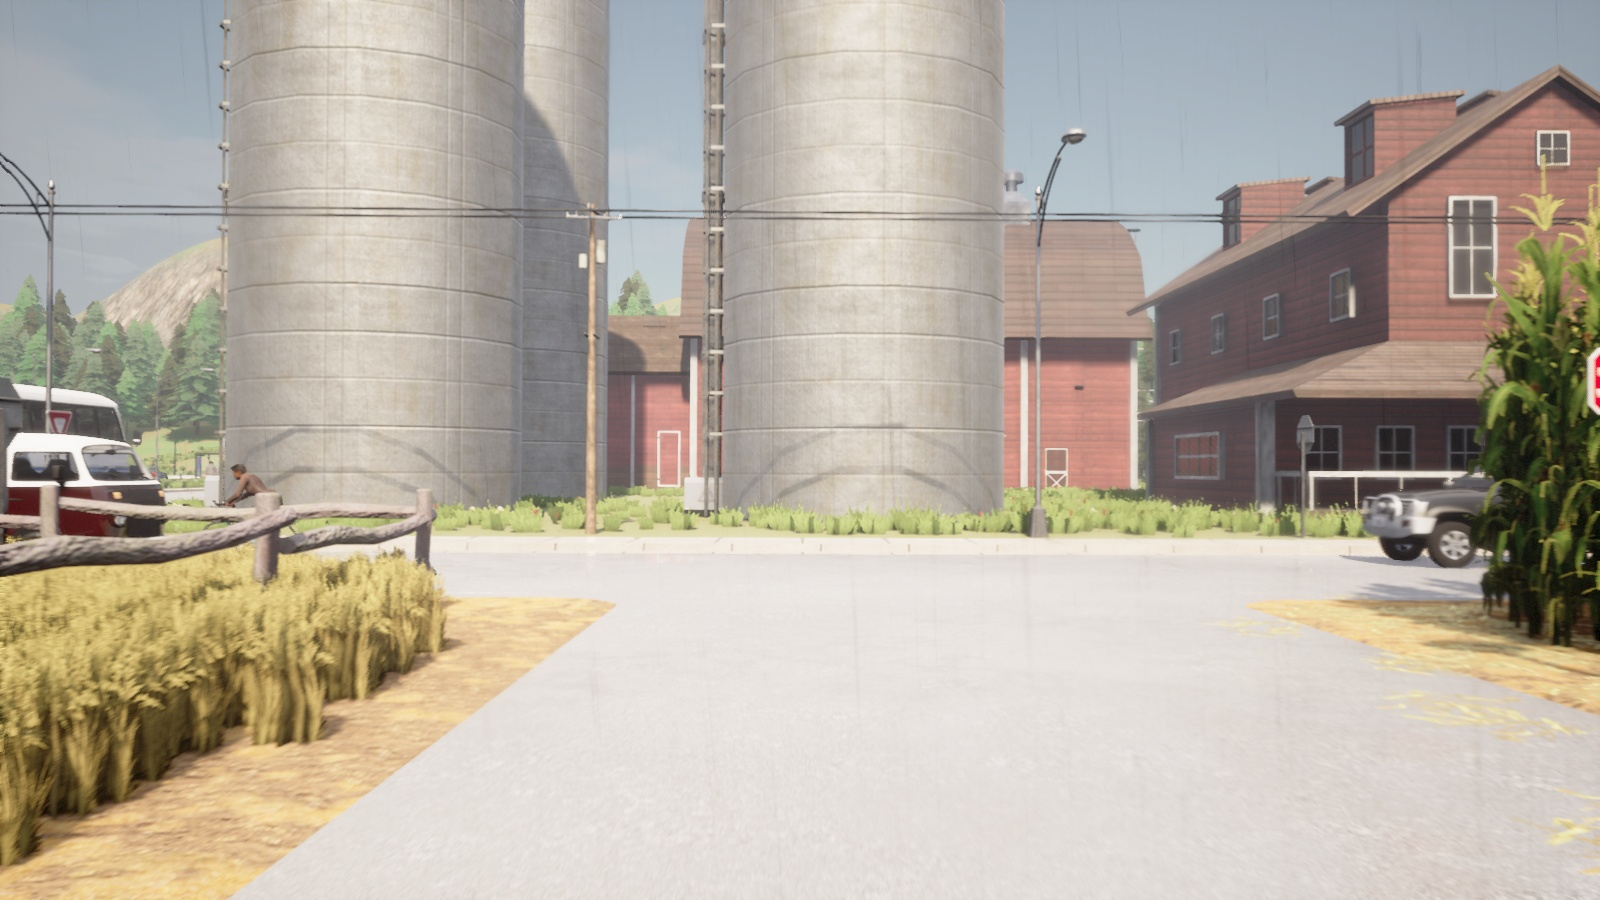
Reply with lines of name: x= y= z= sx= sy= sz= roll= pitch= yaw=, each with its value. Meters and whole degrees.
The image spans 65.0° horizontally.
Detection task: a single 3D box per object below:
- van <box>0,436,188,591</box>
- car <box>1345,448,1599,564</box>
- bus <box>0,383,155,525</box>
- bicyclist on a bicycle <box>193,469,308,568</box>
van: x=-11.286 y=0.854 z=17.523 sx=4.480 sy=2.038 sz=2.069 roll=0 pitch=-1 yaw=0
car: x=11.898 y=0.909 z=21.123 sx=4.605 sy=1.855 sz=1.932 roll=0 pitch=-1 yaw=0
bus: x=-26.096 y=0.188 z=41.946 sx=3.944 sy=4.253 sz=10.273 roll=0 pitch=-1 yaw=-1
bicyclist on a bicycle: x=-9.175 y=1.128 z=20.989 sx=1.656 sy=1.620 sz=0.582 roll=-1 pitch=-1 yaw=1
